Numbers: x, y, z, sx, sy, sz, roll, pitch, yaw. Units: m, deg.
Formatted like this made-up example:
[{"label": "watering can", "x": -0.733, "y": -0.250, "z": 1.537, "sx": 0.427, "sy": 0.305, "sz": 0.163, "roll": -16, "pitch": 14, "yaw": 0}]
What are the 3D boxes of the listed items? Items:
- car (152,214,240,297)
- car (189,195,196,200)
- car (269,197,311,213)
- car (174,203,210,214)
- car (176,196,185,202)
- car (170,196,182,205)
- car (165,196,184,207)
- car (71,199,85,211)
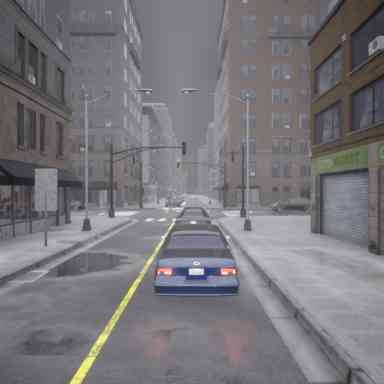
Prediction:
[{"label": "car", "x": 0.093, "y": 1.547, "z": 8.768, "sx": 2.033, "sy": 1.411, "sz": 5.357, "roll": 0, "pitch": 0, "yaw": 0}, {"label": "car", "x": 0.110, "y": 1.530, "z": 91.501, "sx": 1.812, "sy": 1.442, "sz": 4.674, "roll": 0, "pitch": 0, "yaw": 0}, {"label": "car", "x": 10.885, "y": 1.353, "z": 36.641, "sx": 4.553, "sy": 1.767, "sz": 2.097, "roll": 0, "pitch": 0, "yaw": 0}, {"label": "car", "x": 0.085, "y": 1.563, "z": 19.315, "sx": 1.994, "sy": 1.385, "sz": 4.181, "roll": 0, "pitch": 0, "yaw": 1}, {"label": "car", "x": -2.655, "y": 1.599, "z": 78.845, "sx": 1.895, "sy": 1.301, "sz": 4.718, "roll": 0, "pitch": 0, "yaw": 0}, {"label": "car", "x": -2.759, "y": 1.526, "z": 58.528, "sx": 1.812, "sy": 1.442, "sz": 4.674, "roll": 0, "pitch": 0, "yaw": 0}, {"label": "car", "x": -2.811, "y": 1.351, "z": 49.799, "sx": 2.097, "sy": 1.767, "sz": 4.553, "roll": 0, "pitch": 0, "yaw": 1}, {"label": "car", "x": -14.698, "y": 1.539, "z": 39.244, "sx": 4.313, "sy": 1.339, "sz": 1.947, "roll": 0, "pitch": 0, "yaw": 0}]
